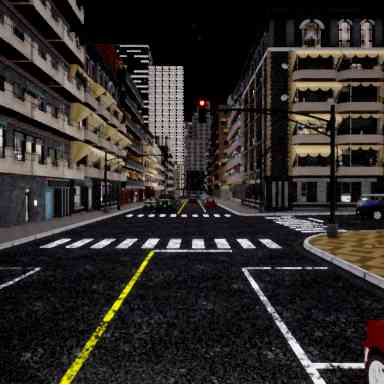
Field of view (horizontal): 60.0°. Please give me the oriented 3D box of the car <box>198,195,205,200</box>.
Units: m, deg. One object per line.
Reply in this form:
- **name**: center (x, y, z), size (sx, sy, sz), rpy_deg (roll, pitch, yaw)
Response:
- **car**: center (2.804, 1.601, 95.028), size (1.887, 1.381, 4.507), rpy_deg (-1, 0, 0)

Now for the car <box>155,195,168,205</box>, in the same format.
- **car**: center (-5.620, 1.462, 61.876), size (1.967, 1.590, 4.097), rpy_deg (-1, 0, 0)

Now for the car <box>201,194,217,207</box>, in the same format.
- **car**: center (2.746, 1.454, 50.805), size (1.967, 1.590, 4.097), rpy_deg (-1, 0, 0)

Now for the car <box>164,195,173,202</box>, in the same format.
- **car**: center (-5.598, 1.562, 78.290), size (1.752, 1.417, 4.829), rpy_deg (-1, 0, 0)

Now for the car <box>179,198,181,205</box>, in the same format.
- **car**: center (-3.028, 1.538, 49.910), size (1.812, 1.442, 4.674), rpy_deg (0, 0, 0)

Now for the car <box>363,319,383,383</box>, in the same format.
- **car**: center (2.684, 1.544, 1.805), size (1.887, 1.381, 4.507), rpy_deg (0, 0, 0)

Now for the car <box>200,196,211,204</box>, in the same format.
- **car**: center (2.769, 1.577, 67.388), size (2.008, 1.369, 4.403), rpy_deg (-1, 0, 0)

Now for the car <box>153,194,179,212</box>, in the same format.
- **car**: center (-3.049, 1.228, 40.077), size (2.150, 2.045, 5.566), rpy_deg (0, 0, 0)

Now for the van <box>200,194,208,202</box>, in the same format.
- **van**: center (2.781, 1.378, 78.444), size (1.690, 1.788, 3.998), rpy_deg (-1, 0, 0)

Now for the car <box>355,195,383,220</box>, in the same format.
- **car**: center (14.870, 1.206, 24.776), size (5.008, 1.535, 1.882), rpy_deg (-1, 0, -1)

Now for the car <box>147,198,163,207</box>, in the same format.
- **car**: center (-5.633, 1.579, 50.820), size (1.947, 1.339, 4.313), rpy_deg (0, 0, 0)

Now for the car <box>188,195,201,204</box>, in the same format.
- **car**: center (0.182, 1.570, 63.138), size (2.033, 1.411, 5.357), rpy_deg (0, 0, 0)

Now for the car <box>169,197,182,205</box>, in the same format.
- **car**: center (-2.991, 1.568, 60.544), size (2.033, 1.411, 5.357), rpy_deg (0, 0, 1)

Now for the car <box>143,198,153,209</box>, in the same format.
- **car**: center (-5.640, 1.560, 45.293), size (2.008, 1.369, 4.403), rpy_deg (0, 0, 0)

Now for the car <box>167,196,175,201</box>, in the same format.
- **car**: center (-5.583, 1.632, 89.516), size (1.802, 1.307, 4.206), rpy_deg (-1, 0, 0)
